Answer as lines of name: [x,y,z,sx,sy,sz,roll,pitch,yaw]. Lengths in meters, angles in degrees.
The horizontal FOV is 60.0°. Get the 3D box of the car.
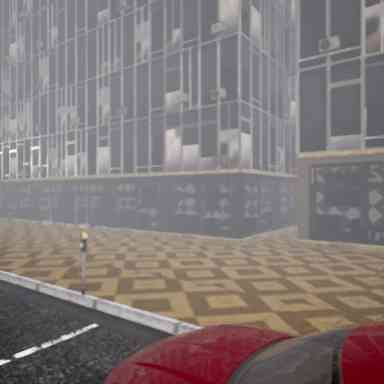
car: [1.329,1.545,1.929,4.507,1.381,1.887,0,0,36]
